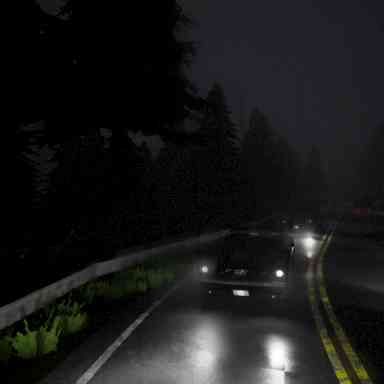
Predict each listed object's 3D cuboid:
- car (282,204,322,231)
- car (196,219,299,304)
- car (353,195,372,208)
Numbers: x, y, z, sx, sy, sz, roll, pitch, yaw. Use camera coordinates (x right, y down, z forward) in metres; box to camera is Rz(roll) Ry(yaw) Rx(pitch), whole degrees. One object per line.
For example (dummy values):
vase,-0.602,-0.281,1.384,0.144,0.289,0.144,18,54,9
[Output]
car,6.705,1.461,20.054,2.033,1.411,5.357,-2,0,26
car,1.605,1.599,8.422,1.895,1.301,4.718,-1,0,18
car,20.695,1.060,40.211,2.128,1.511,4.902,-2,0,28
